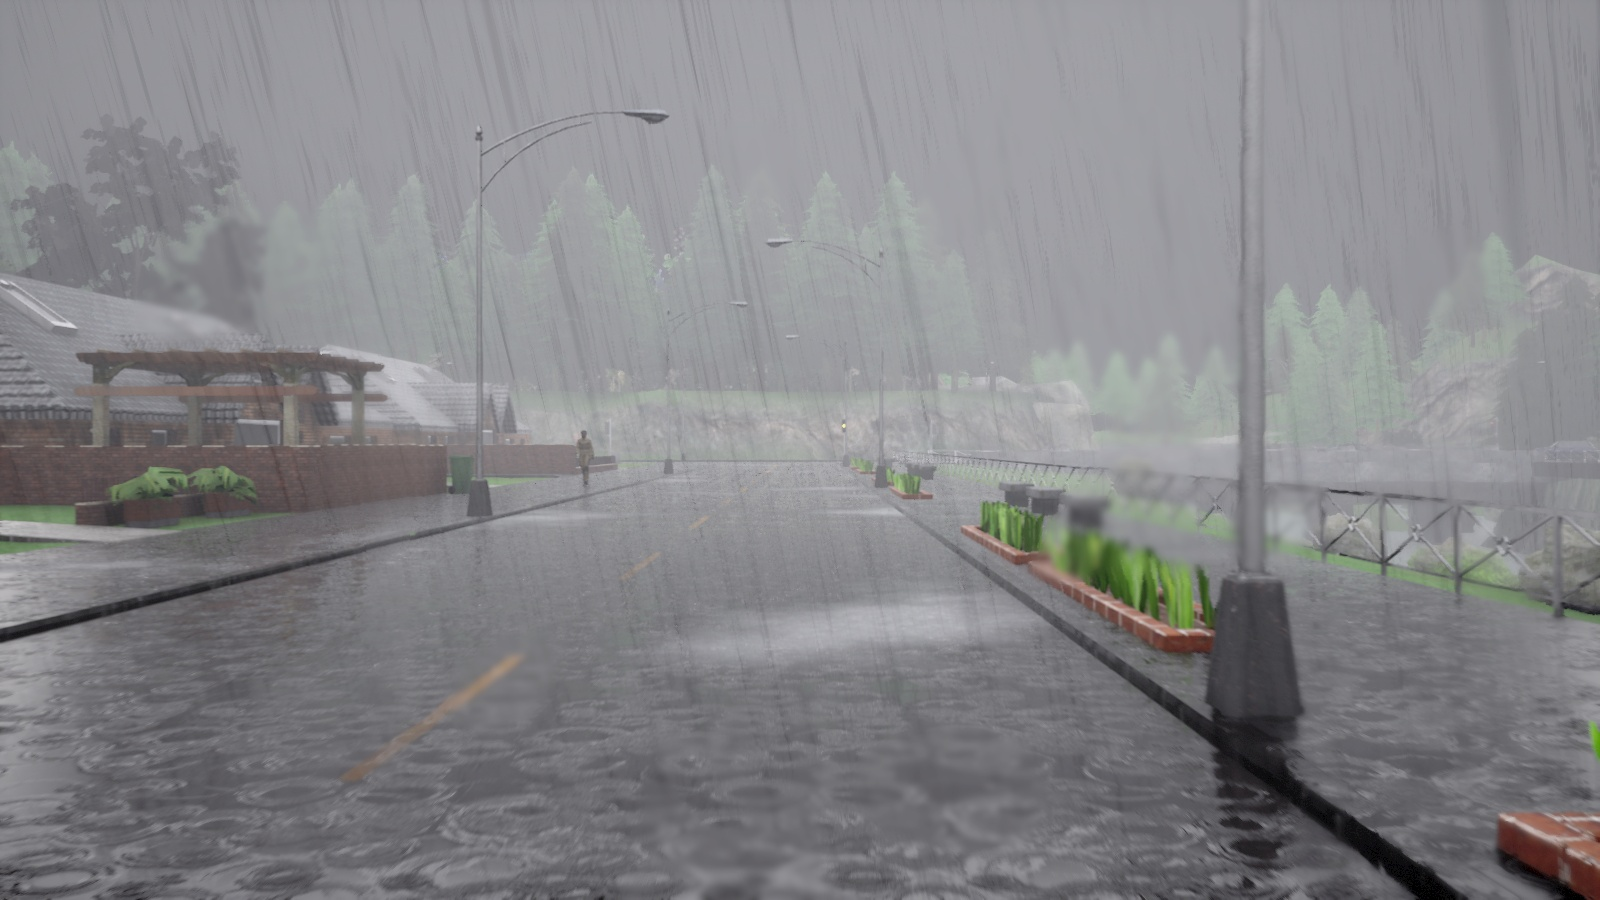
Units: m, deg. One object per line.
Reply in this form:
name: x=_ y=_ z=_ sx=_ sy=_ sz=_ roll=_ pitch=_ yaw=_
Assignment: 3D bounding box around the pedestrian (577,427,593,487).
pedestrian: x=-7.021 y=0.220 z=40.964 sx=0.396 sy=1.930 sz=0.692 roll=0 pitch=0 yaw=1
